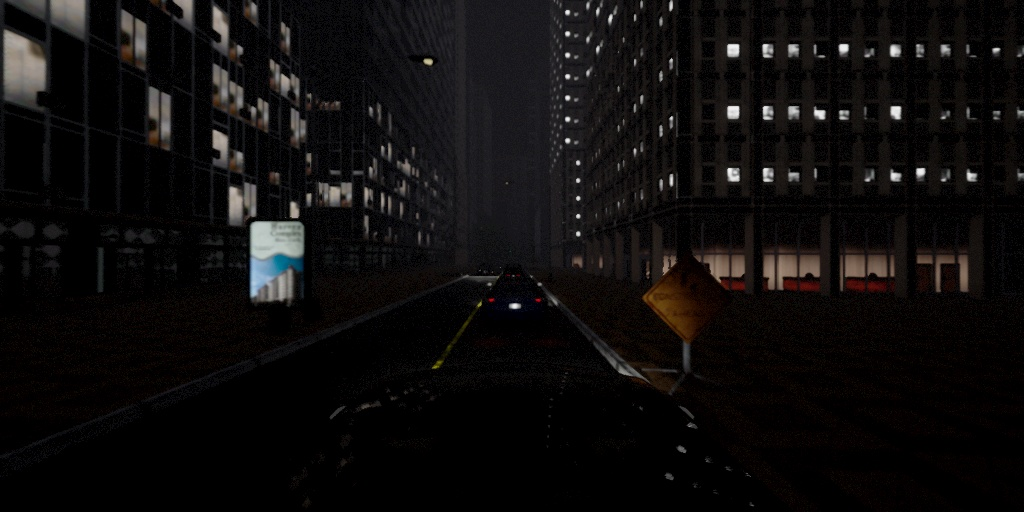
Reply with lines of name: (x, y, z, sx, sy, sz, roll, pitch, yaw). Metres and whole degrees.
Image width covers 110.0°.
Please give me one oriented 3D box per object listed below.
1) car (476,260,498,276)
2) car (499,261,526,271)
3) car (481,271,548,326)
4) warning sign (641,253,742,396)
car: (-2.824, 1.418, 39.901, 1.837, 1.490, 4.892, 0, 0, 0)
car: (0.109, 1.380, 31.183, 1.837, 1.490, 4.892, 0, 0, 0)
car: (0.088, 1.357, 11.878, 1.994, 1.385, 4.181, 0, 0, 0)
warning sign: (2.518, 0.880, 5.174, 1.300, 1.860, 1.060, 0, 0, 0)
